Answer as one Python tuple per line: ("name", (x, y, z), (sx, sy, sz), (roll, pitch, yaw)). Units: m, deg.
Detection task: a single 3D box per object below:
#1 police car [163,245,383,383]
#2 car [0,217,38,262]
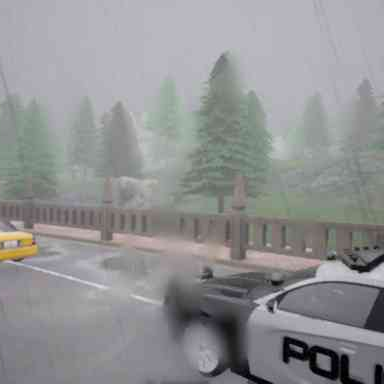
("police car", (1.851, 1.466, 3.806), (5.238, 1.638, 1.930), (1, 0, 40))
("car", (-7.002, 1.351, 10.411), (5.366, 1.575, 1.801), (1, 0, 34))
